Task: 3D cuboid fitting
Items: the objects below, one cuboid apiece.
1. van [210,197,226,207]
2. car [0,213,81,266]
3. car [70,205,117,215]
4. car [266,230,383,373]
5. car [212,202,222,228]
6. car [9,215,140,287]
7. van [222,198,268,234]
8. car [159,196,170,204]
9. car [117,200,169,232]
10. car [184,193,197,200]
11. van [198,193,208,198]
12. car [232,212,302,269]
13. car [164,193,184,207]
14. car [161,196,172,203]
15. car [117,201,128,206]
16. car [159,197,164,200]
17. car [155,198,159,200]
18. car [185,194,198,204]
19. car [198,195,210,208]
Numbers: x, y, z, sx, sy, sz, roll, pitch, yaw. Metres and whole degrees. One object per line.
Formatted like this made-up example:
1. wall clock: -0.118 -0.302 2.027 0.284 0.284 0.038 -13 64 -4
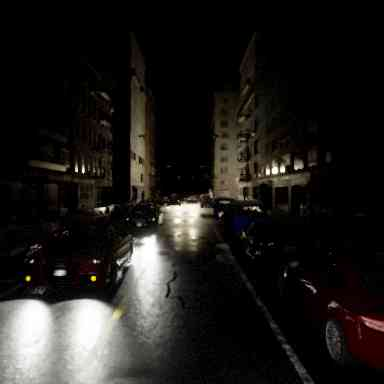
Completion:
1. van: 2.633 1.354 27.524 1.690 1.788 3.998 0 0 0
2. car: -5.389 1.583 10.990 1.802 1.307 4.206 0 0 0
3. car: -5.389 1.554 16.501 2.008 1.369 4.403 0 0 0
4. car: 2.637 1.582 5.481 1.802 1.307 4.206 0 0 0
5. car: 2.634 1.558 22.013 2.008 1.369 4.403 0 0 0
6. car: -2.846 1.565 9.181 1.994 1.385 4.181 0 0 0
7. van: 2.635 1.345 16.502 1.690 1.788 3.998 0 0 0
8. car: -5.397 1.598 66.100 1.887 1.381 4.507 0 0 0
9. car: -2.805 1.498 20.326 2.128 1.511 4.902 0 0 0
10. car: -0.014 1.496 83.128 2.128 1.511 4.902 0 0 43
11. van: 2.628 1.395 66.100 1.690 1.788 3.998 0 0 0
12. car: 2.636 1.568 10.992 1.947 1.339 4.313 0 0 0
13. car: -2.830 1.393 52.441 2.097 1.767 4.553 0 0 0
14. car: -5.397 1.625 71.610 1.947 1.339 4.313 0 0 0
15. car: -5.392 1.453 27.523 1.967 1.590 4.097 0 0 0
16. car: -5.395 1.625 55.077 1.802 1.307 4.206 0 0 0
17. car: -5.393 1.575 38.544 2.008 1.369 4.403 0 0 0
18. car: -0.003 1.682 67.509 1.895 1.301 4.718 0 0 0
19. car: 2.220 1.561 48.427 1.812 1.442 4.674 0 0 0
